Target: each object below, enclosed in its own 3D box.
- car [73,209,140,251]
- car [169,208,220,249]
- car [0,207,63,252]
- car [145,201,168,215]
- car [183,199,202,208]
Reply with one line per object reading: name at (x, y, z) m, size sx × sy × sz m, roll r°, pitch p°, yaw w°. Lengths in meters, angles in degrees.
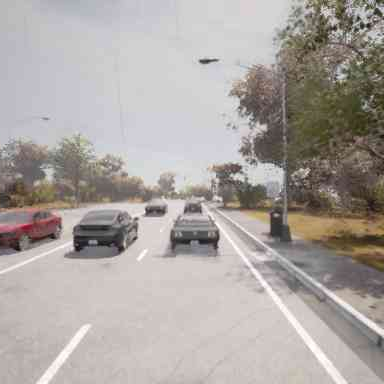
car at (-3.393, 1.469, 13.839) m, size 1.837 × 1.490 × 4.892 m, roll 0°, pitch 0°, yaw 0°
car at (0.106, 1.563, 14.343) m, size 1.895 × 1.301 × 4.718 m, roll 0°, pitch 0°, yaw 0°
car at (-7.093, 1.441, 13.840) m, size 1.882 × 1.535 × 5.008 m, roll 0°, pitch 0°, yaw 0°
car at (-3.389, 1.520, 32.576) m, size 1.895 × 1.301 × 4.718 m, roll 0°, pitch 0°, yaw 0°
car at (0.100, 1.441, 34.587) m, size 1.812 × 1.442 × 4.674 m, roll 0°, pitch 0°, yaw 0°
